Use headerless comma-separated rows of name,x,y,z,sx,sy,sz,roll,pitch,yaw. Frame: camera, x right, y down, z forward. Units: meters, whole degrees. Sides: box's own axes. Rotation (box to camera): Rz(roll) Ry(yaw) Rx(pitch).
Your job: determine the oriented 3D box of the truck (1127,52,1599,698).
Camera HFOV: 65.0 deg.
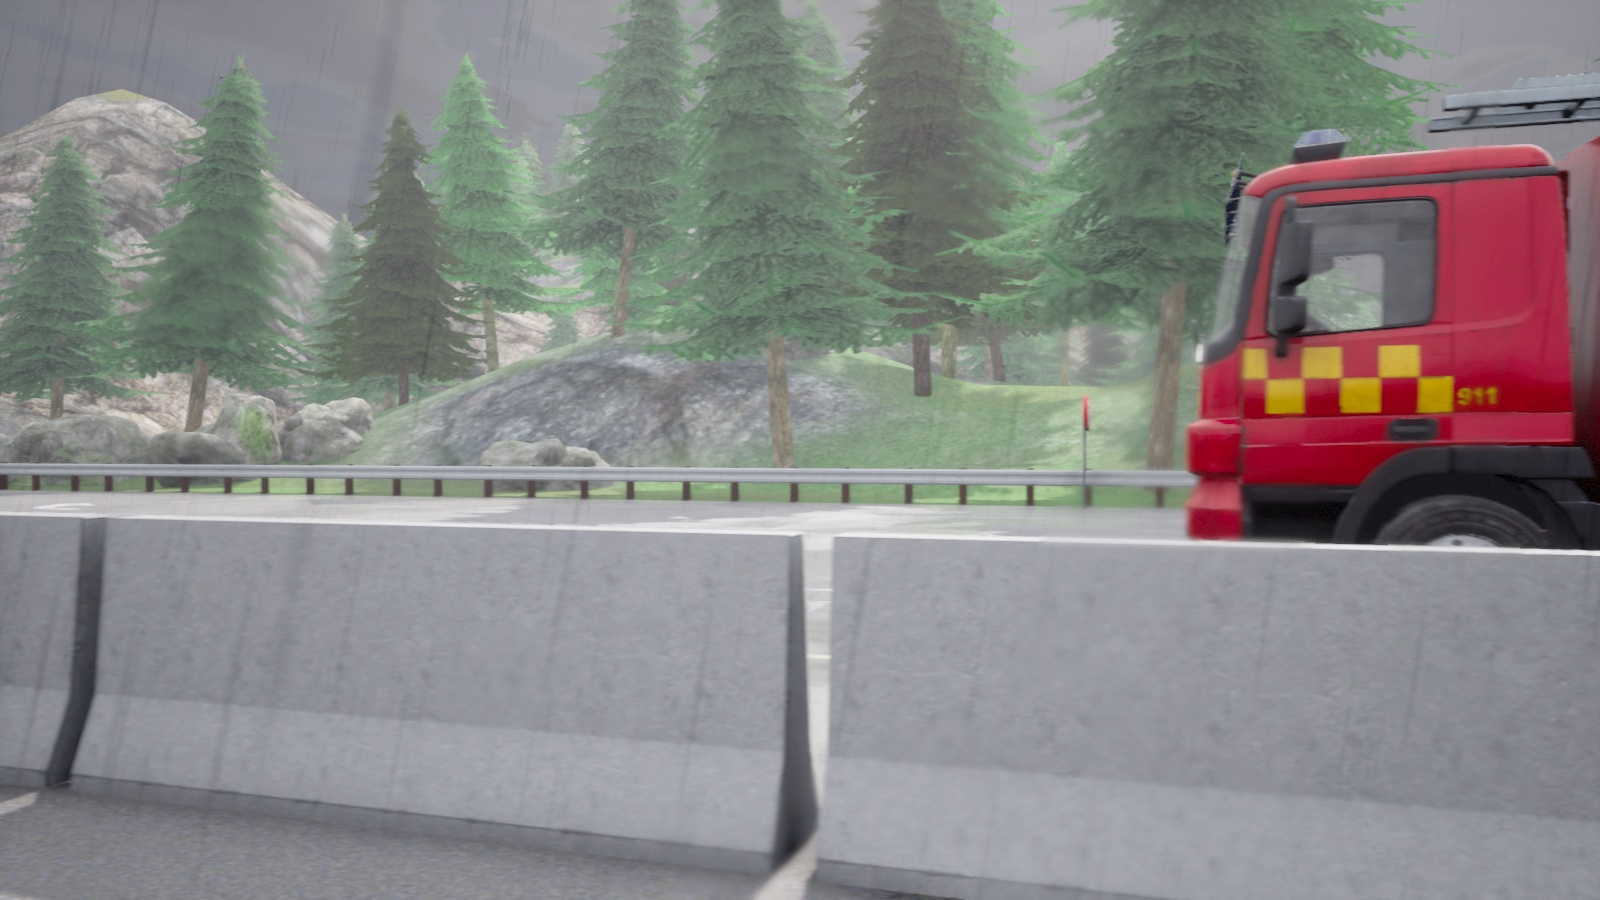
truck,6.648,-0.447,8.323,8.468,3.827,2.891,0,1,19
